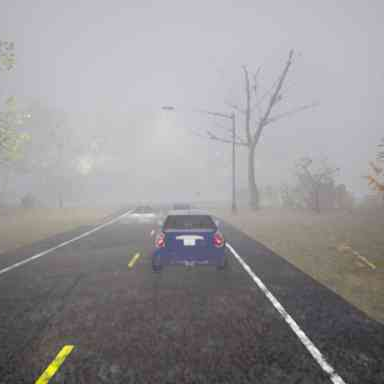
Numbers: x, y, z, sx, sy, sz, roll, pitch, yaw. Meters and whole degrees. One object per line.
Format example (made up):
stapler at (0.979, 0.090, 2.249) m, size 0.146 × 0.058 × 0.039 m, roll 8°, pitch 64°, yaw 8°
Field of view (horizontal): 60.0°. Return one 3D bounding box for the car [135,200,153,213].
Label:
car at (-5.228, 1.569, 36.655) m, size 1.895 × 1.301 × 4.718 m, roll 0°, pitch 0°, yaw -5°

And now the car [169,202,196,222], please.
car at (-0.826, 1.538, 26.797) m, size 1.994 × 1.385 × 4.181 m, roll 0°, pitch 0°, yaw -3°

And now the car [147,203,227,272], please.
car at (-0.115, 1.344, 10.977) m, size 2.097 × 1.767 × 4.553 m, roll 0°, pitch 0°, yaw -1°
